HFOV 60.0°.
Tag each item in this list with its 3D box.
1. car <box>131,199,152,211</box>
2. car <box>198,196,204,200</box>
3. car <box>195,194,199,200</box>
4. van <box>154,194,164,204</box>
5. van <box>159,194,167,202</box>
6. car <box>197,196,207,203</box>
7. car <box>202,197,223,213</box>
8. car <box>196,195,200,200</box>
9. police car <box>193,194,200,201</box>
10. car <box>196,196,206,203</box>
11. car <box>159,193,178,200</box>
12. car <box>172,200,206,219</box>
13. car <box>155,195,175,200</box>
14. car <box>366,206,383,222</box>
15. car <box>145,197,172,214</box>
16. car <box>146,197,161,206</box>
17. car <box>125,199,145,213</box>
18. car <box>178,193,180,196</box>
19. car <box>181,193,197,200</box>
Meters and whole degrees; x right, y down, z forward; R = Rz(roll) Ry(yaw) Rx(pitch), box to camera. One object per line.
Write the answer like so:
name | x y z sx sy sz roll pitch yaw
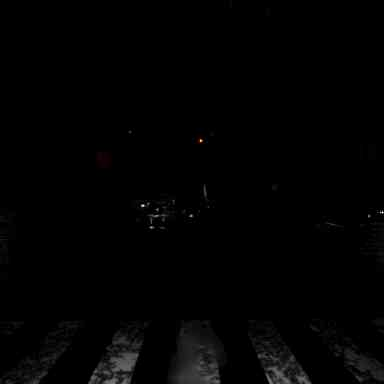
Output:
car | -6.200 1.557 41.289 2.008 1.369 4.403 0 0 -1
car | 2.242 1.553 47.300 1.887 1.381 4.507 0 0 -1
car | 2.029 1.567 62.615 2.008 1.369 4.403 0 0 -1
van | -6.554 1.360 66.685 1.690 1.788 3.998 0 0 -1
van | -6.704 1.368 77.511 1.690 1.788 3.998 0 0 -1
car | 1.953 1.545 68.074 1.752 1.417 4.829 0 0 -1
car | 2.393 1.556 36.412 2.008 1.369 4.403 0 0 -1
car | 2.167 1.562 52.744 2.008 1.369 4.403 0 0 -1
police car | 1.246 1.463 90.590 1.930 1.638 5.238 0 0 -1
car | 1.882 1.589 73.193 1.947 1.339 4.313 0 0 -1
car | -3.684 1.363 52.663 2.097 1.767 4.553 0 0 -1
car | -0.362 1.604 28.822 1.895 1.301 4.718 0 0 -9
car | -3.563 1.485 43.513 1.882 1.535 5.008 0 0 -1
car | 13.641 1.212 21.046 4.902 1.511 2.128 -1 0 -1
car | -3.449 1.569 34.700 1.994 1.385 4.181 0 0 -2
car | -6.403 1.579 55.859 1.947 1.339 4.313 0 0 -1
car | -6.131 1.556 36.297 2.008 1.369 4.403 0 0 -1
car | -3.790 1.508 62.442 2.128 1.511 4.902 0 0 0
car | -0.662 1.509 64.866 2.128 1.511 4.902 0 0 -1
